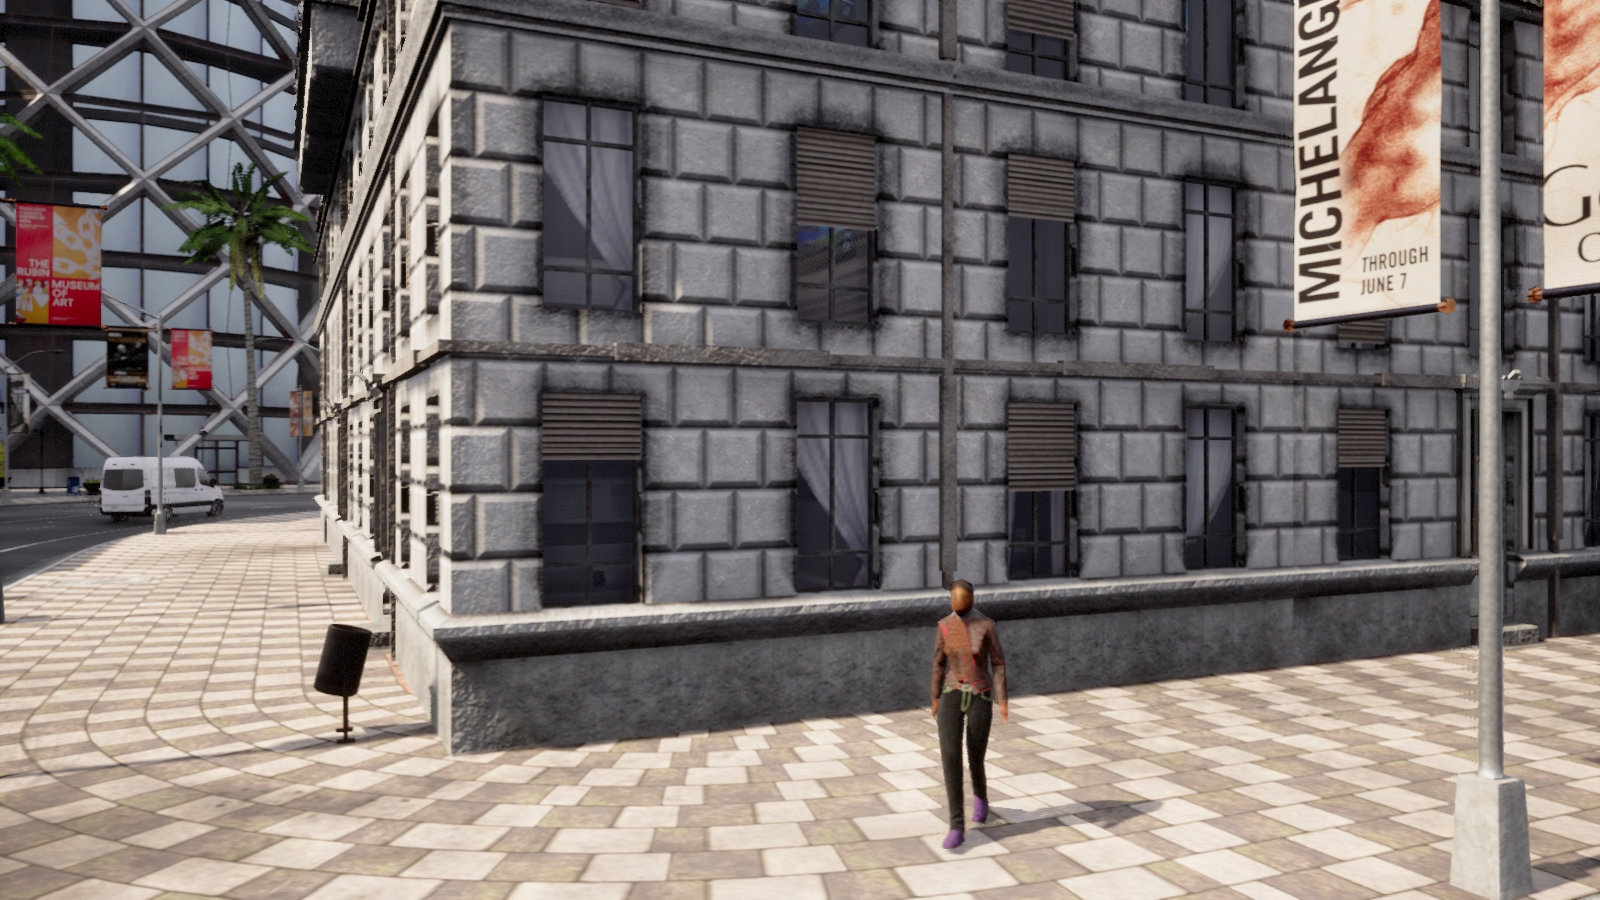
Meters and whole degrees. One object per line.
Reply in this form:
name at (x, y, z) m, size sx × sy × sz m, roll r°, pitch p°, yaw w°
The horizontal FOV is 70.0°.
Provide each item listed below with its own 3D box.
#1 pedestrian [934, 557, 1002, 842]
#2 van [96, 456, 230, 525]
pedestrian at (1.167, 1.696, 7.905) m, size 0.375 × 1.860 × 0.375 m, roll 0°, pitch 0°, yaw 24°
van at (-25.635, 1.558, 46.283) m, size 1.988 × 2.561 × 5.915 m, roll 0°, pitch 0°, yaw 2°
